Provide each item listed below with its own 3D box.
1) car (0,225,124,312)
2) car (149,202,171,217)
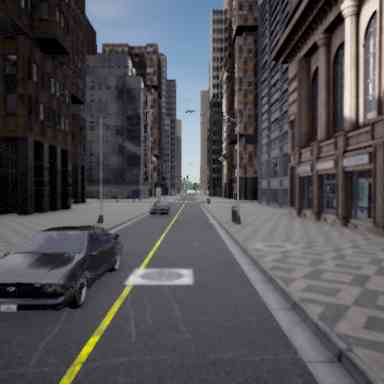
[{"bbox_3d":[-3.058,1.574,8.256,2.033,1.411,5.357,0,0,1],"label":"car"},{"bbox_3d":[-3.107,1.705,33.007,1.895,1.301,4.718,0,0,0],"label":"car"}]
